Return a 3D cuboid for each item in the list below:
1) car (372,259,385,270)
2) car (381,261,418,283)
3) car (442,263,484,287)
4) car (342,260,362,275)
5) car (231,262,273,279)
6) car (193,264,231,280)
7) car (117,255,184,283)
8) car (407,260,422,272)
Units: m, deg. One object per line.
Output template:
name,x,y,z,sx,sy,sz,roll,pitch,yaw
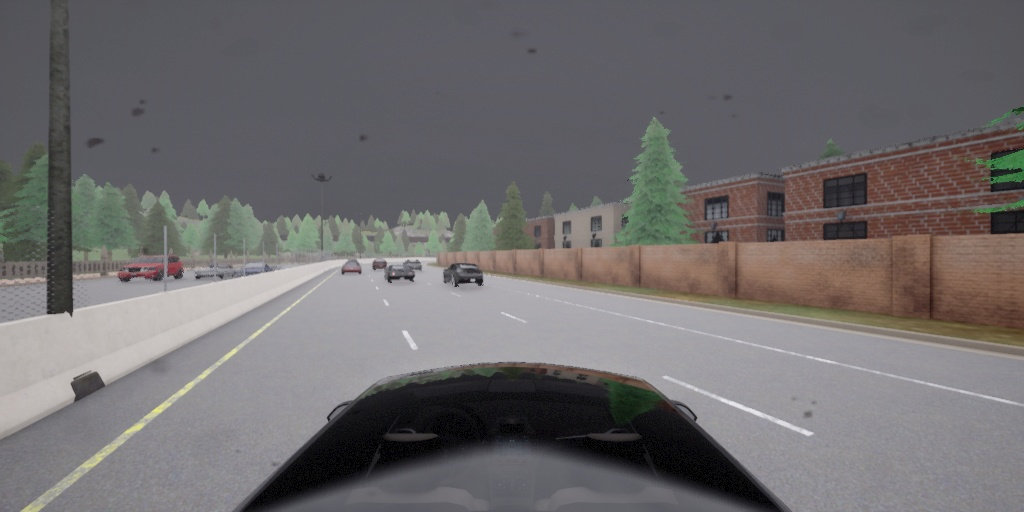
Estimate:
car,-18.871,1.181,51.093,1.882,1.535,5.008,0,0,-23
car,-8.884,1.325,28.051,1.895,1.301,4.718,0,0,-23
car,-3.373,1.231,24.138,1.837,1.490,4.892,0,0,-23
car,-17.752,1.279,39.713,1.994,1.385,4.181,0,0,-24
car,-21.306,1.253,29.833,1.812,1.442,4.674,0,0,-23
car,-25.721,1.328,31.239,1.895,1.301,4.718,0,0,-23
car,-28.260,0.952,28.279,2.150,2.045,5.566,0,0,-23
car,-12.718,1.197,45.698,2.128,1.511,4.902,0,0,-23
